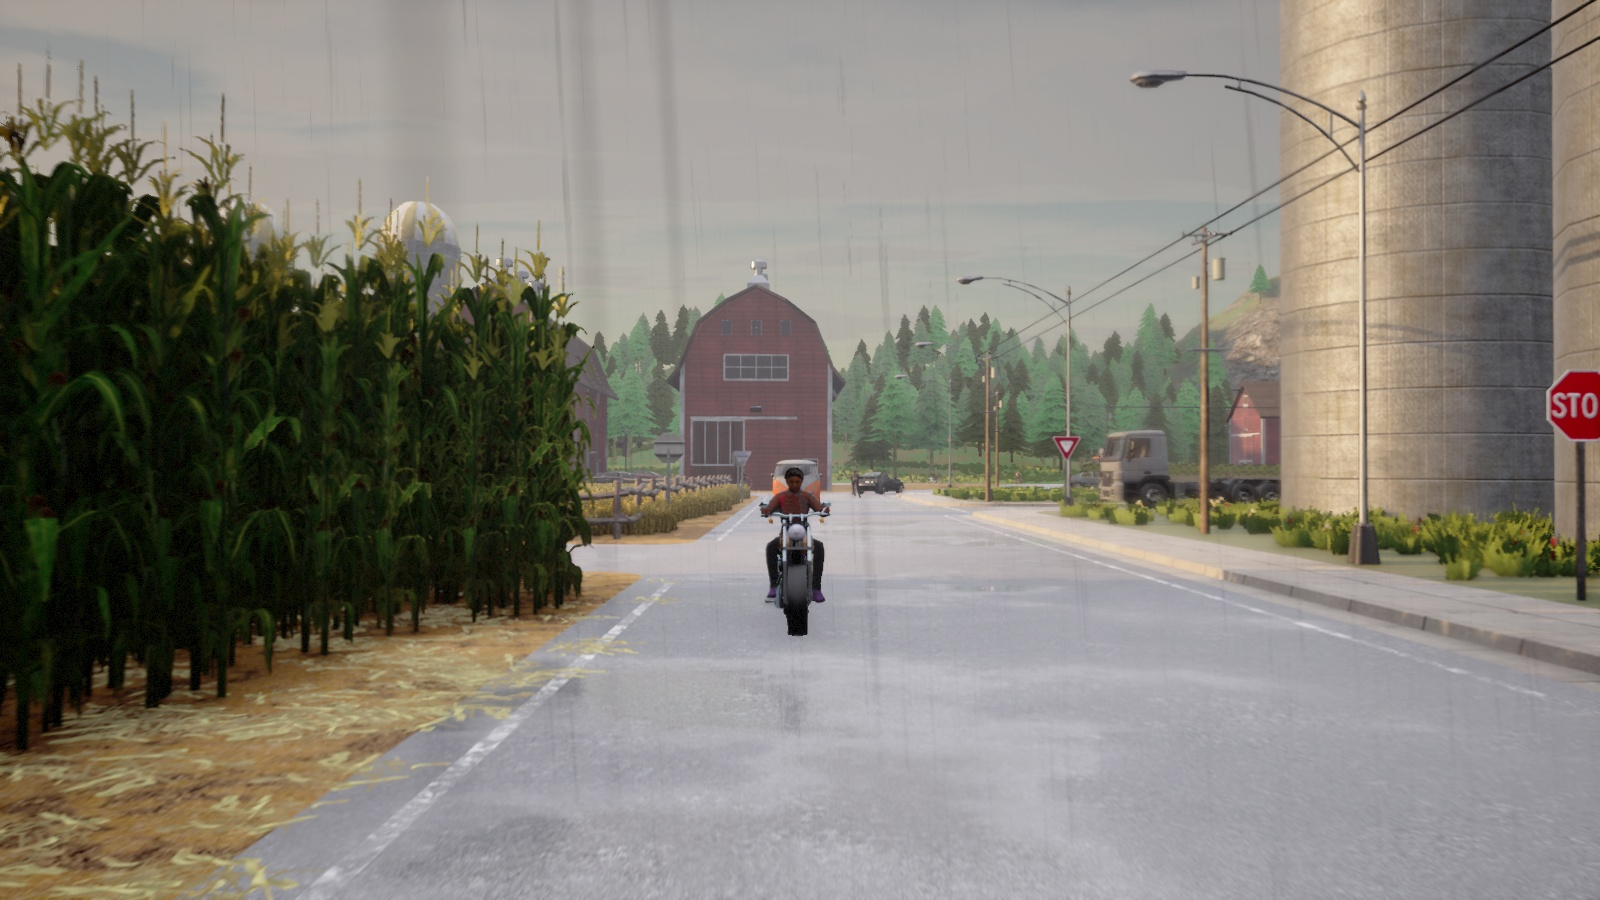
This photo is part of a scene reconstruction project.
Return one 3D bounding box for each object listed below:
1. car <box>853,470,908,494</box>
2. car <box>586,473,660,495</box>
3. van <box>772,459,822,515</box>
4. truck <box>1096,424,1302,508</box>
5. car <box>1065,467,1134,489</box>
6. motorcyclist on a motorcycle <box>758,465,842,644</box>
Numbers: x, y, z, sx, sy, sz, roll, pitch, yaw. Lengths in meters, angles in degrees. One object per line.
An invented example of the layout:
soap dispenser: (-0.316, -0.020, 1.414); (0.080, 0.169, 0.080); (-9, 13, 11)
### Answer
car: (5.565, 2.177, 86.123); (2.007, 1.525, 4.514); (-1, -1, 28)
car: (-12.156, 2.337, 86.417); (4.892, 1.490, 1.837); (0, -1, -3)
van: (-0.116, 1.367, 47.009); (1.775, 1.987, 4.442); (0, -1, 0)
truck: (17.049, 0.683, 54.021); (7.936, 3.462, 2.891); (0, -1, -1)
car: (22.492, 2.108, 94.449); (5.027, 1.651, 2.152); (0, -1, 12)
motorcyclist on a motorcycle: (-0.038, 0.983, 12.787); (0.766, 1.649, 2.350); (0, -1, -2)
